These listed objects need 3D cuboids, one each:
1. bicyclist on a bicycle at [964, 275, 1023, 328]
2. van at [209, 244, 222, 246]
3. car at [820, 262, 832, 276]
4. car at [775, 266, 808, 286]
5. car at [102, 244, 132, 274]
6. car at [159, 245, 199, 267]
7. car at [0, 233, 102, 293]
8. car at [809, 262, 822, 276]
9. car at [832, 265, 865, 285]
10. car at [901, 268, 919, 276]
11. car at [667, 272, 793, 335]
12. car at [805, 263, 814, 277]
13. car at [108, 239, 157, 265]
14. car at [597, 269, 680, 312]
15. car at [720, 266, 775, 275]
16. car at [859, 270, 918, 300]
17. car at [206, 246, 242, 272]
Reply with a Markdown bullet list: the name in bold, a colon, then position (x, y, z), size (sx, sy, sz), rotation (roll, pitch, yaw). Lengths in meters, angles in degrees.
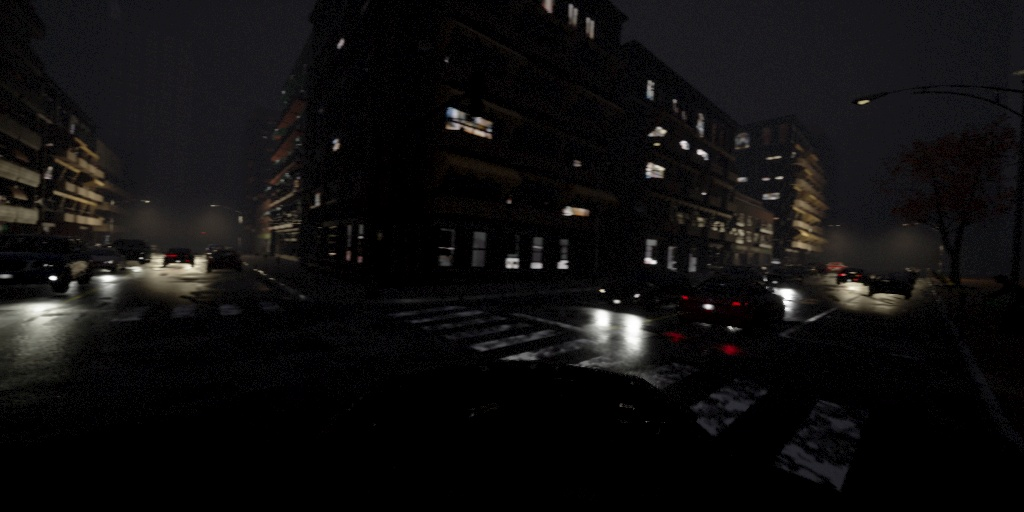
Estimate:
- **bicyclist on a bicycle**: position (15.034, 1.404, 10.870), size (0.582, 1.620, 1.656), rotation (1, 1, -41)
- **van**: position (-38.722, -0.576, 46.955), size (1.690, 1.789, 3.998), rotation (0, 0, -40)
- **car**: position (41.917, 1.726, 49.494), size (5.009, 1.841, 2.192), rotation (0, 0, -41)
- **car**: position (20.869, 1.624, 27.585), size (4.718, 1.301, 1.895), rotation (1, 1, -41)
- **car**: position (-24.283, 0.229, 21.102), size (1.812, 1.442, 4.674), rotation (2, 0, -40)
- **car**: position (-26.767, 0.099, 28.932), size (1.837, 1.490, 4.892), rotation (2, 0, -40)
- **car**: position (-17.723, 0.207, 13.391), size (2.150, 2.045, 5.566), rotation (2, 0, -40)
- **car**: position (37.598, 1.847, 45.714), size (4.829, 1.417, 1.751), rotation (0, 0, -41)
- **car**: position (29.698, 1.789, 31.142), size (4.892, 1.490, 1.837), rotation (1, 2, -41)
- **car**: position (30.668, 1.915, 28.516), size (4.403, 1.370, 2.007), rotation (0, 0, -41)
- **car**: position (6.754, 1.364, 10.944), size (4.181, 1.385, 1.994), rotation (1, 1, -42)
- **car**: position (33.536, 1.798, 42.158), size (4.313, 1.339, 1.948), rotation (0, 0, -41)
- **car**: position (-31.019, -0.365, 29.157), size (2.150, 2.045, 5.566), rotation (2, 0, -40)
- **car**: position (5.684, 1.250, 14.302), size (5.357, 1.411, 2.033), rotation (1, 1, -41)
- **car**: position (13.135, 1.351, 20.818), size (4.902, 1.511, 2.128), rotation (1, 1, -41)
- **car**: position (22.287, 1.737, 21.179), size (4.403, 1.370, 2.007), rotation (0, 0, -41)
- **car**: position (-20.828, 0.288, 25.905), size (1.967, 1.591, 4.097), rotation (0, 0, -40)
